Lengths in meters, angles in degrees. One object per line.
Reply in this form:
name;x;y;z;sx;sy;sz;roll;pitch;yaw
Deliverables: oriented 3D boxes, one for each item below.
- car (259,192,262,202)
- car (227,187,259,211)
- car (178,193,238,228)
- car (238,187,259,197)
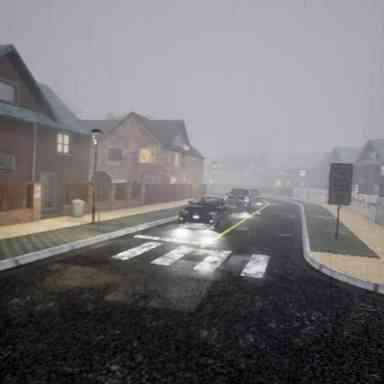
car;7.185;0.344;39.427;1.812;1.442;4.674;3;2;7
car;3.840;0.476;26.610;2.097;1.767;4.553;4;2;17
car;0.815;0.917;17.072;1.994;1.385;4.181;4;2;18
car;9.428;-0.081;55.875;1.812;1.442;4.674;3;2;-12
